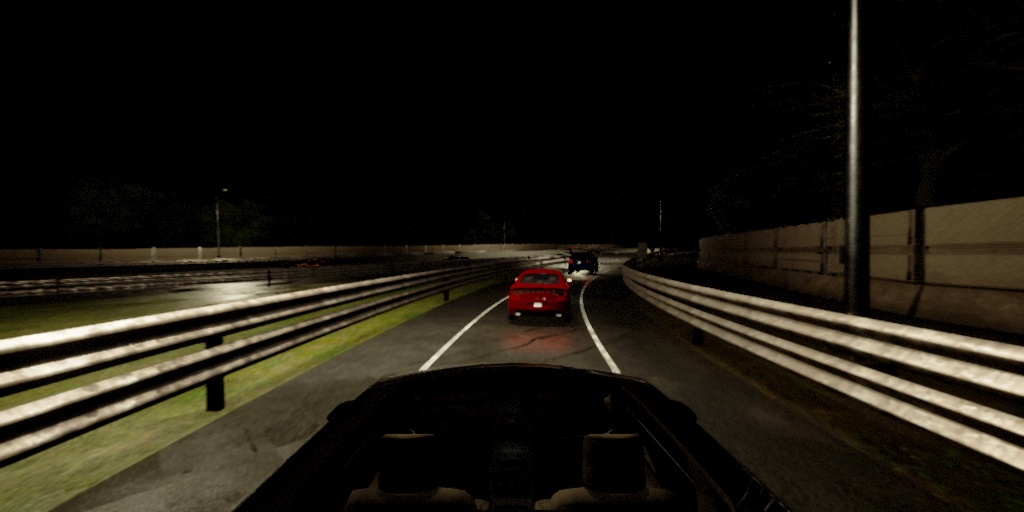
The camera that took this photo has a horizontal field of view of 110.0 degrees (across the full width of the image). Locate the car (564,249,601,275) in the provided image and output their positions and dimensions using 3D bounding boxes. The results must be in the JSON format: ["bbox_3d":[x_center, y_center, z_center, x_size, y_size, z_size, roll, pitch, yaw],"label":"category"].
[{"bbox_3d":[6.799,0.615,33.759,2.150,2.045,5.566,1,1,20],"label":"car"}]

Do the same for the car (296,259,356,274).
[{"bbox_3d":[-18.301,1.164,35.998,1.882,1.535,5.008,1,3,44],"label":"car"}]

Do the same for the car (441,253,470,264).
[{"bbox_3d":[-8.737,0.333,56.161,2.128,1.511,4.902,1,3,44],"label":"car"}]

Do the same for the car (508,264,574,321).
[{"bbox_3d":[1.057,1.202,12.512,1.882,1.535,5.008,0,1,8],"label":"car"}]

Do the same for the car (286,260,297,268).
[{"bbox_3d":[-20.834,1.102,38.413,1.882,1.535,5.008,1,3,44],"label":"car"}]

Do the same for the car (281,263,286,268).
[{"bbox_3d":[-23.367,1.088,40.828,2.128,1.511,4.902,1,3,44],"label":"car"}]
